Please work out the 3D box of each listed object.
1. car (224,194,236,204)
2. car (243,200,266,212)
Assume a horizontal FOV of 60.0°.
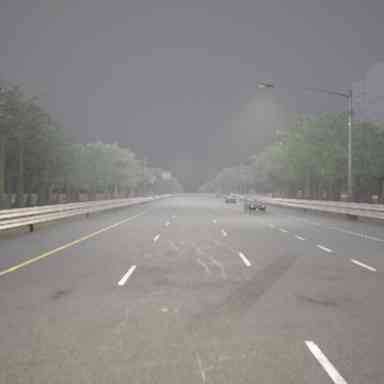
[{"bbox_3d":[7.125,1.517,62.925,1.812,1.442,4.674,0,0,0],"label":"car"},{"bbox_3d":[7.068,1.598,37.996,1.895,1.301,4.718,0,0,0],"label":"car"}]
